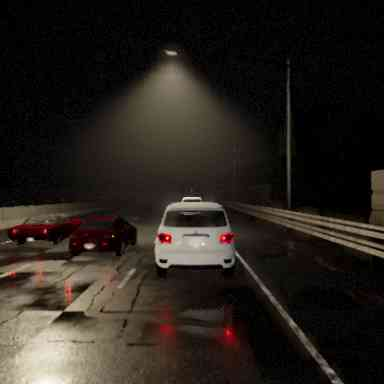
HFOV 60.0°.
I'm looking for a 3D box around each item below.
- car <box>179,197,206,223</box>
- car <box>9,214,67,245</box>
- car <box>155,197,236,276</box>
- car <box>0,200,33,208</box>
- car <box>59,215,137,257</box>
[{"bbox_3d":[0.005,1.491,29.501,2.150,2.045,5.566,0,0,0],"label":"car"},{"bbox_3d":[-6.931,1.757,16.483,1.895,1.301,4.718,0,0,0],"label":"car"},{"bbox_3d":[0.085,1.328,10.858,2.150,2.045,5.566,0,0,0],"label":"car"},{"bbox_3d":[-17.720,1.647,33.436,2.097,1.767,4.553,0,0,0],"label":"car"},{"bbox_3d":[-3.420,1.653,13.379,1.812,1.442,4.674,0,0,0],"label":"car"}]
